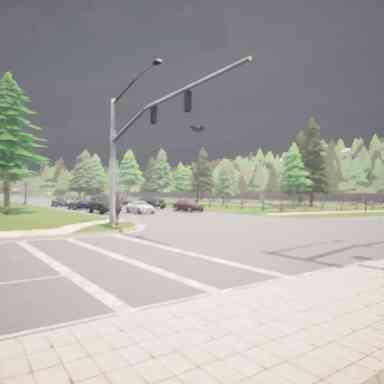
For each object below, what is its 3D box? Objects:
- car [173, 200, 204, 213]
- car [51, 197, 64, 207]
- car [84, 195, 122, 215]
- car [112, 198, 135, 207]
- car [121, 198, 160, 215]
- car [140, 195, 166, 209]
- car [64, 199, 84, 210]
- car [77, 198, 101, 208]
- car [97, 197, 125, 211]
[{"bbox_3d":[-0.478,1.761,41.998,1.882,1.535,5.008,1,0,-35],"label":"car"},{"bbox_3d":[-21.273,1.665,53.381,1.837,1.490,4.892,1,0,-35],"label":"car"},{"bbox_3d":[-9.735,1.380,36.933,2.150,2.045,5.566,1,0,-35],"label":"car"},{"bbox_3d":[-12.165,1.832,58.702,2.033,1.411,5.357,1,0,-35],"label":"car"},{"bbox_3d":[-5.869,1.726,37.527,1.812,1.442,4.674,1,0,-35],"label":"car"},{"bbox_3d":[-6.045,1.505,49.936,2.150,2.045,5.566,1,0,-35],"label":"car"},{"bbox_3d":[-15.358,1.760,44.923,1.895,1.301,4.718,1,0,-35],"label":"car"},{"bbox_3d":[-16.367,1.749,52.464,2.033,1.411,5.357,1,0,-35],"label":"car"},{"bbox_3d":[-10.915,1.552,44.690,2.097,1.767,4.553,1,0,-35],"label":"car"}]
